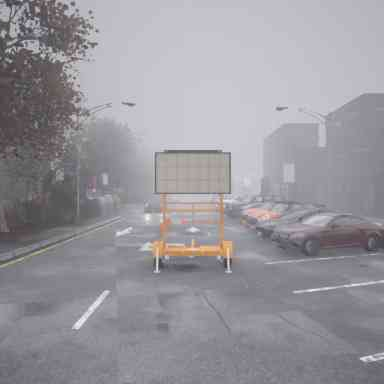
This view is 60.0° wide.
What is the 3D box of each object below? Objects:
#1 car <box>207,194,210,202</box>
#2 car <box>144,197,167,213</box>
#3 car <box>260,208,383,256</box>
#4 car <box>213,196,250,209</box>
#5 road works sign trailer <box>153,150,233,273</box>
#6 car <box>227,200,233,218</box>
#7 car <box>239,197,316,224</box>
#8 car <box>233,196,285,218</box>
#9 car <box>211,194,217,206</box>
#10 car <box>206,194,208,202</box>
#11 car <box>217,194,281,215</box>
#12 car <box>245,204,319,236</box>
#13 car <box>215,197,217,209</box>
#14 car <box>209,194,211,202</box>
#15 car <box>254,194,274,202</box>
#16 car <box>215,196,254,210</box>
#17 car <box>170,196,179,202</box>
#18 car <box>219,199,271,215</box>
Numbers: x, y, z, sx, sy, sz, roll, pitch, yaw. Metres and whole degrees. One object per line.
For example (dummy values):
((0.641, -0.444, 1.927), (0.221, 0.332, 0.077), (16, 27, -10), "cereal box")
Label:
((5.552, 1.584, 54.975), (5.008, 1.535, 2.097), (1, -1, -20), "car")
((-3.950, 1.389, 36.566), (2.097, 1.767, 4.553), (0, 0, 0), "car")
((5.337, 1.528, 12.936), (4.674, 1.452, 2.002), (1, 0, -20), "car")
((5.485, 1.425, 45.956), (4.553, 1.767, 2.185), (1, 0, -20), "car")
((0.028, 0.465, 10.679), (2.380, 3.560, 2.880), (0, 0, 0), "road works sign trailer")
((5.389, 1.539, 24.946), (4.674, 1.452, 2.002), (1, 0, -20), "car")
((5.393, 1.366, 18.948), (4.553, 1.767, 2.185), (1, 0, -20), "car")
((5.409, 1.370, 21.949), (4.553, 1.767, 2.185), (1, 0, -20), "car")
((5.441, 1.272, 36.941), (5.566, 2.045, 2.435), (1, 0, -20), "car")
((5.620, 1.392, 70.013), (5.566, 2.045, 2.435), (1, 0, -20), "car")
((5.400, 1.252, 27.924), (5.566, 2.045, 2.435), (1, 0, -20), "car")
((5.319, 1.518, 15.928), (4.792, 1.488, 2.163), (1, 0, -20), "car")
((5.254, 1.504, 30.882), (5.366, 1.575, 1.946), (1, 0, -20), "car")
((5.580, 1.448, 51.972), (4.553, 1.767, 2.185), (1, 0, -20), "car")
((18.635, 1.465, 85.965), (2.435, 2.045, 5.566), (0, 0, -21), "car")
((5.468, 1.415, 42.954), (4.553, 1.767, 2.185), (1, 0, -20), "car")
((-3.769, 1.690, 71.684), (1.812, 1.442, 4.674), (0, 0, 1), "car")
((5.417, 1.545, 33.939), (4.792, 1.488, 2.163), (1, 0, -20), "car")
